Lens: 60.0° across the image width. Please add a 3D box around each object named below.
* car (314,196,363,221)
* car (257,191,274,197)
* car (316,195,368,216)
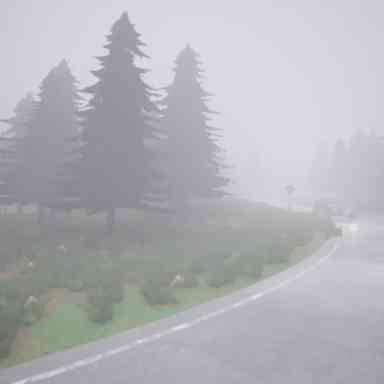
[{"bbox_3d":[10.526,1.157,24.689,2.128,1.511,4.902,3,2,4],"label":"car"},{"bbox_3d":[14.842,0.396,66.922,1.895,1.301,4.718,1,-1,36],"label":"car"},{"bbox_3d":[13.783,1.165,30.884,2.128,1.511,4.902,4,1,-6],"label":"car"}]
